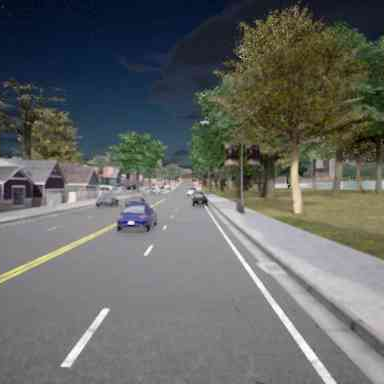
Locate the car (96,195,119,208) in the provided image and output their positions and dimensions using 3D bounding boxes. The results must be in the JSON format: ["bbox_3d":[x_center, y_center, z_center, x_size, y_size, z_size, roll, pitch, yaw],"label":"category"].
[{"bbox_3d":[-9.828,1.080,38.932,1.994,1.385,4.181,0,1,0],"label":"car"}]

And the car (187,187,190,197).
[{"bbox_3d":[0.021,-0.051,74.681,2.150,2.045,5.566,0,1,0],"label":"car"}]

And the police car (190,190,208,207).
[{"bbox_3d":[0.986,0.885,41.433,1.930,1.638,5.238,0,1,0],"label":"police car"}]

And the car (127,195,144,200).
[{"bbox_3d":[-6.578,1.080,38.953,1.994,1.385,4.181,0,1,0],"label":"car"}]

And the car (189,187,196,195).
[{"bbox_3d":[0.990,0.471,57.290,2.097,1.767,4.553,0,1,0],"label":"car"}]

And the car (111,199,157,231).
[{"bbox_3d":[-3.143,1.395,19.473,1.812,1.442,4.674,0,1,0],"label":"car"}]
